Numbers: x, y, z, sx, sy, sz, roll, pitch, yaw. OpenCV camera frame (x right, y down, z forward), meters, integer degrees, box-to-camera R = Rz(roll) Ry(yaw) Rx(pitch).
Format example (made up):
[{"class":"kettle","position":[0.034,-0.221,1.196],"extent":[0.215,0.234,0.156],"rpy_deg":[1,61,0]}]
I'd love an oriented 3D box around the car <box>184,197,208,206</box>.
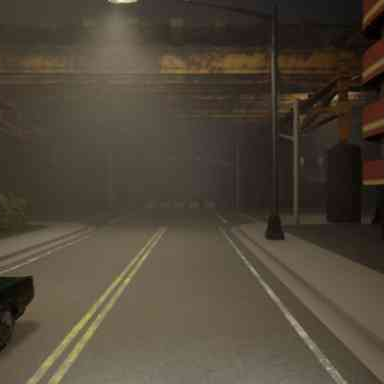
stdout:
[{"class":"car","position":[0.480,1.288,46.843],"extent":[1.853,1.218,4.536],"rpy_deg":[0,0,-20]}]

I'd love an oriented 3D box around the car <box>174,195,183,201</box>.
[{"class":"car","position":[-3.315,1.441,81.911],"extent":[2.038,1.542,4.974],"rpy_deg":[0,0,0]}]

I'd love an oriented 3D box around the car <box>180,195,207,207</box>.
[{"class":"car","position":[0.498,1.446,46.794],"extent":[2.038,1.542,4.974],"rpy_deg":[0,0,-20]}]

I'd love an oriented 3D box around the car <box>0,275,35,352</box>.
[{"class":"car","position":[-3.564,1.600,3.322],"extent":[1.895,1.301,4.718],"rpy_deg":[0,0,0]}]

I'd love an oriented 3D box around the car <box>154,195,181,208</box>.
[{"class":"car","position":[-3.662,1.446,47.100],"extent":[2.038,1.542,4.974],"rpy_deg":[0,0,25]}]

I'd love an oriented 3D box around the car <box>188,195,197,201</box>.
[{"class":"car","position":[0.119,1.285,73.442],"extent":[1.853,1.218,4.536],"rpy_deg":[0,0,0]}]

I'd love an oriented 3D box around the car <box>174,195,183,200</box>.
[{"class":"car","position":[-3.315,1.283,81.963],"extent":[1.853,1.218,4.536],"rpy_deg":[0,0,0]}]

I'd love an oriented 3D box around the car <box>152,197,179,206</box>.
[{"class":"car","position":[-3.641,1.288,47.147],"extent":[1.853,1.218,4.536],"rpy_deg":[0,0,25]}]

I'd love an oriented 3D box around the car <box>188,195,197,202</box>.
[{"class":"car","position":[0.120,1.442,73.390],"extent":[2.038,1.542,4.974],"rpy_deg":[0,0,0]}]
